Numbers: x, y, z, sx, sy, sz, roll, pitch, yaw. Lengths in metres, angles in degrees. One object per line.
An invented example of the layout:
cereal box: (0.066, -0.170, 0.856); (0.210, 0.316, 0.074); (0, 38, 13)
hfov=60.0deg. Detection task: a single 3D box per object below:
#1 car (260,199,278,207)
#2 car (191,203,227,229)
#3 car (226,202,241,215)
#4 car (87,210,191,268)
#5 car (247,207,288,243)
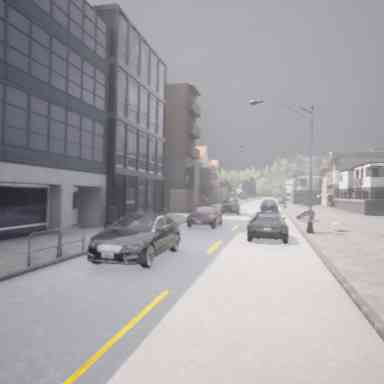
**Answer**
car: (9.566, 1.703, 41.250); (2.097, 1.767, 4.553); (1, 0, 13)
car: (0.970, 1.625, 22.956); (1.812, 1.442, 4.674); (1, 0, 13)
car: (4.289, 1.785, 36.848); (1.994, 1.385, 4.181); (1, 0, 14)
car: (-1.744, 1.492, 11.488); (2.128, 1.511, 4.902); (1, 0, 13)
car: (3.950, 1.711, 17.354); (1.994, 1.385, 4.181); (1, 0, 13)
